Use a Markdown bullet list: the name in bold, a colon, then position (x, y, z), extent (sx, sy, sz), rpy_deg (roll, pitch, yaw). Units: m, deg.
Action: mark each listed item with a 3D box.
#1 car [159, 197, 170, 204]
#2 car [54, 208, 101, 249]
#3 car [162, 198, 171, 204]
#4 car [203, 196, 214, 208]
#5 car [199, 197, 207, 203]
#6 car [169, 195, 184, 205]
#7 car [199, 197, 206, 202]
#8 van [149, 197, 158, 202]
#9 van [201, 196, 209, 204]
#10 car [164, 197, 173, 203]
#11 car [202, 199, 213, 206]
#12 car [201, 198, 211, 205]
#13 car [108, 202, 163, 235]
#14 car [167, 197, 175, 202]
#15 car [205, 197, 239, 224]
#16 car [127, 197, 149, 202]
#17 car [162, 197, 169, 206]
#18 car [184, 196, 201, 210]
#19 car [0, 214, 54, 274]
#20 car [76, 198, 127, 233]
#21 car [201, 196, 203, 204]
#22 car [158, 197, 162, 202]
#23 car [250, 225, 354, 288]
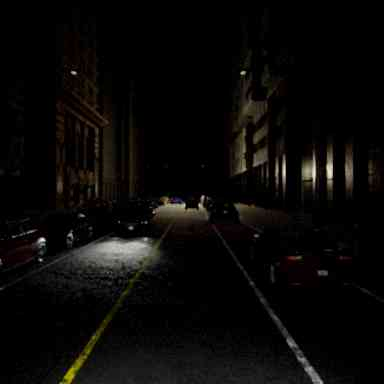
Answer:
- **car**: position (-5.784, 1.776, 70.860), extent (1.967, 1.590, 4.097), rpy_deg (0, 0, 0)
- **car**: position (-5.766, 1.631, 14.842), extent (1.947, 1.339, 4.313), rpy_deg (0, 0, 0)
- **car**: position (-5.786, 1.947, 76.460), extent (1.802, 1.307, 4.206), rpy_deg (0, 0, 0)
- **car**: position (2.751, 1.635, 42.868), extent (1.967, 1.590, 4.097), rpy_deg (0, 0, 0)
- **car**: position (2.737, 1.977, 82.082), extent (1.802, 1.307, 4.206), rpy_deg (0, 0, 0)
- **car**: position (-3.022, 1.847, 64.879), extent (1.812, 1.442, 4.674), rpy_deg (0, 0, 0)
- **car**: position (2.735, 2.006, 87.683), extent (1.802, 1.307, 4.206), rpy_deg (0, 0, 0)
- **van**: position (-5.774, 1.536, 42.852), extent (1.690, 1.788, 3.998), rpy_deg (0, 0, 0)
- **van**: position (2.741, 1.678, 70.878), extent (1.690, 1.788, 3.998), rpy_deg (0, 0, 0)
- **car**: position (-5.788, 1.960, 82.062), extent (1.947, 1.339, 4.313), rpy_deg (0, 0, 0)
- **car**: position (2.744, 1.862, 59.674), extent (1.802, 1.307, 4.206), rpy_deg (0, 0, 0)
- **car**: position (2.743, 1.834, 65.445), extent (1.752, 1.417, 4.829), rpy_deg (0, 0, 0)
- **car**: position (-3.107, 1.577, 19.410), extent (2.128, 1.511, 4.902), rpy_deg (0, 0, 0)
- **car**: position (-5.792, 2.004, 93.265), extent (2.008, 1.369, 4.403), rpy_deg (0, 0, 0)
- **car**: position (2.378, 1.468, 25.882), extent (2.097, 1.767, 4.553), rpy_deg (0, 0, 0)
- **car**: position (-5.770, 1.457, 31.649), extent (2.192, 1.841, 5.009), rpy_deg (0, 0, 0)
- **car**: position (-5.780, 1.719, 59.657), extent (1.967, 1.590, 4.097), rpy_deg (0, 0, 0)
- **car**: position (0.007, 1.691, 46.604), extent (1.882, 1.535, 5.008), rpy_deg (0, 0, 1)
- **car**: position (-5.763, 1.481, 9.241), extent (1.967, 1.590, 4.097), rpy_deg (0, 0, 0)
- **car**: position (-5.767, 1.405, 20.446), extent (2.192, 1.841, 5.009), rpy_deg (0, 0, 0)
- **car**: position (2.747, 1.566, 54.072), extent (2.192, 1.841, 5.009), rpy_deg (0, 0, 0)
- **car**: position (-5.777, 1.747, 48.282), extent (1.752, 1.417, 4.829), rpy_deg (0, 0, 0)
- **car**: position (2.762, 1.586, 9.255), extent (1.887, 1.381, 4.507), rpy_deg (0, 0, 0)
